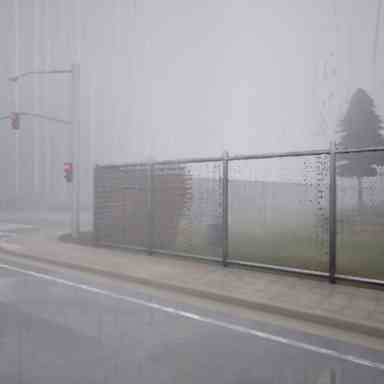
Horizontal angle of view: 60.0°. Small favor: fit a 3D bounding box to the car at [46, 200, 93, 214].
[{"bbox_3d":[-12.315,1.484,34.069,1.895,1.301,4.718,0,0,36],"label":"car"}]
